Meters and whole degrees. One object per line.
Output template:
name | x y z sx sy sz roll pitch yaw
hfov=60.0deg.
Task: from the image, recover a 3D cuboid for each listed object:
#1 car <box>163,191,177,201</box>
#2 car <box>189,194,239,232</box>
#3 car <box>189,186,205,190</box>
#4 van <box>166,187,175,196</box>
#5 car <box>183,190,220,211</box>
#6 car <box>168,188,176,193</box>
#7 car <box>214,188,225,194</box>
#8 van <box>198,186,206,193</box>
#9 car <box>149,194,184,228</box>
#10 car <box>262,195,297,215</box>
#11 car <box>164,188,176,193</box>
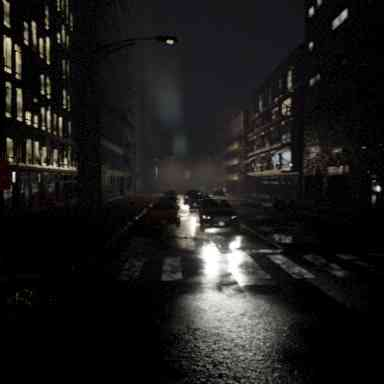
car | -3.119 0.506 47.220 1.802 1.307 4.206 -1 1 -3
car | 1.167 1.082 17.131 2.128 1.511 4.902 0 1 -3
car | 0.094 0.502 36.543 2.097 1.767 4.553 0 1 -3
van | -4.069 -0.119 64.148 1.690 1.788 3.998 -1 1 -3
car | 0.645 0.867 26.600 2.128 1.511 4.902 0 1 -3
car | -5.325 -0.420 86.730 2.008 1.369 4.403 -1 1 -3
car | 4.615 0.048 58.972 1.967 1.590 4.097 -1 1 -3
van | 2.721 -0.816 92.837 1.690 1.788 3.998 -1 1 -3
car | -1.535 1.093 18.828 1.752 1.417 4.829 -1 1 -3
car | 6.508 0.927 25.108 2.008 1.369 4.403 -1 1 -3
car | -2.804 0.596 41.575 1.887 1.381 4.507 -1 1 -3
